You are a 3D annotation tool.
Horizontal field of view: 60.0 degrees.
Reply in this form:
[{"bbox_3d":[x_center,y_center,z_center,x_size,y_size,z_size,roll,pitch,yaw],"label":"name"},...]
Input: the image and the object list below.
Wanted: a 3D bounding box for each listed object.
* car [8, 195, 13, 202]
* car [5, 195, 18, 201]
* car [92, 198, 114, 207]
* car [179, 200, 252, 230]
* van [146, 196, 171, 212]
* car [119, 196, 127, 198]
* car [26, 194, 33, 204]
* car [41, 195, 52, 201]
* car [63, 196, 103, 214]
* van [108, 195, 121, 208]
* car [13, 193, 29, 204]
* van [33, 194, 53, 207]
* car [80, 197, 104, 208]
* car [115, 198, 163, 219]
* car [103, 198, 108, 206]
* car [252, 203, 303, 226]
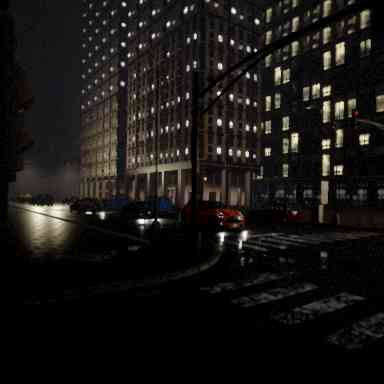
[{"bbox_3d":[-37.026,1.391,69.766,1.947,1.339,4.313,1,-1,-35],"label":"car"},{"bbox_3d":[-40.298,1.372,74.371,2.008,1.369,4.403,1,-1,-35],"label":"car"},{"bbox_3d":[-13.836,1.576,51.598,1.947,1.339,4.313,1,-1,-35],"label":"car"},{"bbox_3d":[1.144,1.296,20.531,2.097,1.767,4.553,1,-1,-35],"label":"car"},{"bbox_3d":[-4.016,1.371,37.787,1.690,1.788,3.998,1,-1,-35],"label":"van"},{"bbox_3d":[-7.292,1.573,42.390,2.008,1.369,4.403,1,-1,-35],"label":"car"},{"bbox_3d":[-23.938,1.426,51.349,1.802,1.307,4.206,1,-1,-35],"label":"car"},{"bbox_3d":[-36.741,1.560,83.828,1.802,1.307,4.206,1,-1,-35],"label":"car"},{"bbox_3d":[-10.850,1.421,32.932,2.008,1.369,4.403,1,-1,-35],"label":"car"},{"bbox_3d":[-10.560,1.357,46.996,1.690,1.788,3.998,1,-1,-35],"label":"van"},{"bbox_3d":[-30.478,1.149,60.560,2.192,1.841,5.009,1,-1,-35],"label":"car"},{"bbox_3d":[-20.662,1.191,46.747,1.690,1.788,3.998,1,-1,-35],"label":"van"},{"bbox_3d":[-14.449,1.488,47.904,1.812,1.442,4.674,1,-1,-35],"label":"car"},{"bbox_3d":[-4.614,1.493,28.630,1.994,1.385,4.181,1,-1,-35],"label":"car"},{"bbox_3d":[-11.989,1.390,39.025,1.882,1.535,5.008,1,-1,-35],"label":"car"},{"bbox_3d":[5.799,1.494,23.973,1.967,1.590,4.097,1,-1,-35],"label":"car"}]
